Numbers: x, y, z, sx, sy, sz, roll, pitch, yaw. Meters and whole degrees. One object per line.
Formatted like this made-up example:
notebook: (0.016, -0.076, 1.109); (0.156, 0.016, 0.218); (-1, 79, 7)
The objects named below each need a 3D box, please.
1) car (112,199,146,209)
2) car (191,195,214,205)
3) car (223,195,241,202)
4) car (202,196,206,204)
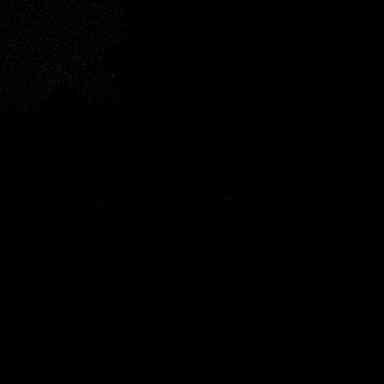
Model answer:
car: (-9.223, 1.698, 49.161); (2.033, 1.411, 5.357); (-5, -2, 38)
car: (2.013, 1.496, 63.367); (1.837, 1.490, 4.892); (-5, -2, 38)
car: (7.960, 1.218, 66.115); (1.994, 1.385, 4.181); (-5, -2, 38)
car: (1.431, 1.348, 57.692); (2.033, 1.411, 5.357); (-5, -2, 39)
